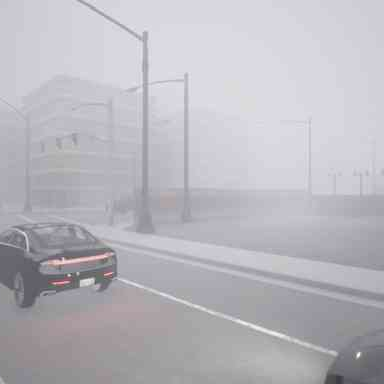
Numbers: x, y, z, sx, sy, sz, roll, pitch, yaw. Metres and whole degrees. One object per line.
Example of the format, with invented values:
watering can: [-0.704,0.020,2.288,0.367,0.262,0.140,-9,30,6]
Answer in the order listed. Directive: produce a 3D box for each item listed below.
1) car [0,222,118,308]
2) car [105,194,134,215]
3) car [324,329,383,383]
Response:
car: [-3.647,1.492,8.041,2.128,1.511,4.902,0,0,-43]
car: [-6.290,1.221,34.999,5.566,2.045,2.150,0,0,-44]
car: [3.196,1.505,1.584,4.892,1.490,1.837,0,0,38]
